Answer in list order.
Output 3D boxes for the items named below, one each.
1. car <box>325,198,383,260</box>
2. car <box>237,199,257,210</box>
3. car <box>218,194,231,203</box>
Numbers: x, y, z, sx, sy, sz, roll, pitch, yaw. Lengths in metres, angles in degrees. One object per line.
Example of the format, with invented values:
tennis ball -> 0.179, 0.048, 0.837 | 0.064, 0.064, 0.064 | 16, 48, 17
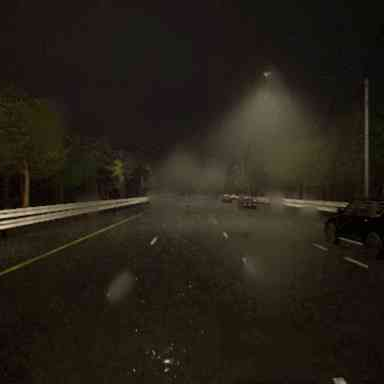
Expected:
car -> 7.002, 1.223, 12.499 | 2.150, 2.045, 5.566 | 0, 0, 0
car -> 7.005, 1.559, 42.798 | 2.033, 1.411, 5.357 | 0, 0, 0
car -> 7.074, 1.583, 69.923 | 2.033, 1.411, 5.357 | 0, 0, 0
